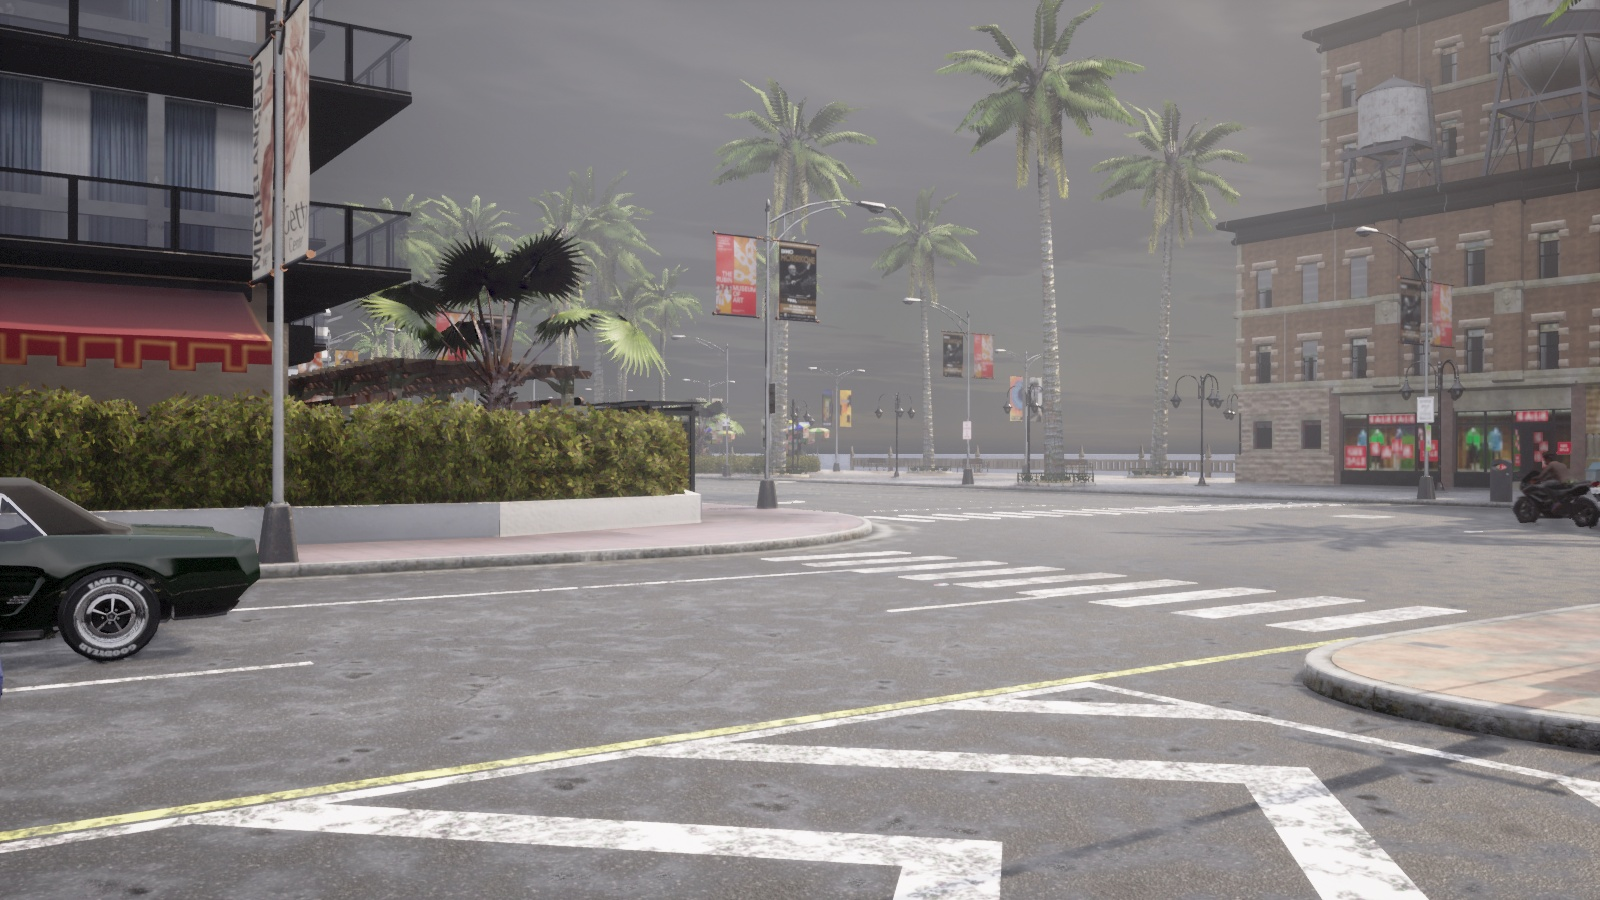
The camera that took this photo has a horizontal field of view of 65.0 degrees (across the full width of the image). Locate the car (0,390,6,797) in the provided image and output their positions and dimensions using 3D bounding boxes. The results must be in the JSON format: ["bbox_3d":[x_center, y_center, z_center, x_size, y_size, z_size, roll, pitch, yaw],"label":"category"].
[{"bbox_3d":[-5.925,0.628,5.020,4.553,1.767,2.097,0,0,-35],"label":"car"}]

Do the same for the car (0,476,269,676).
[{"bbox_3d":[-6.481,0.881,8.894,4.718,1.301,1.895,0,0,-35],"label":"car"}]

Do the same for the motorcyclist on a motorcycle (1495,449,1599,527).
[{"bbox_3d":[15.486,0.757,25.852,0.797,1.523,2.044,-1,0,-17],"label":"motorcyclist on a motorcycle"}]
